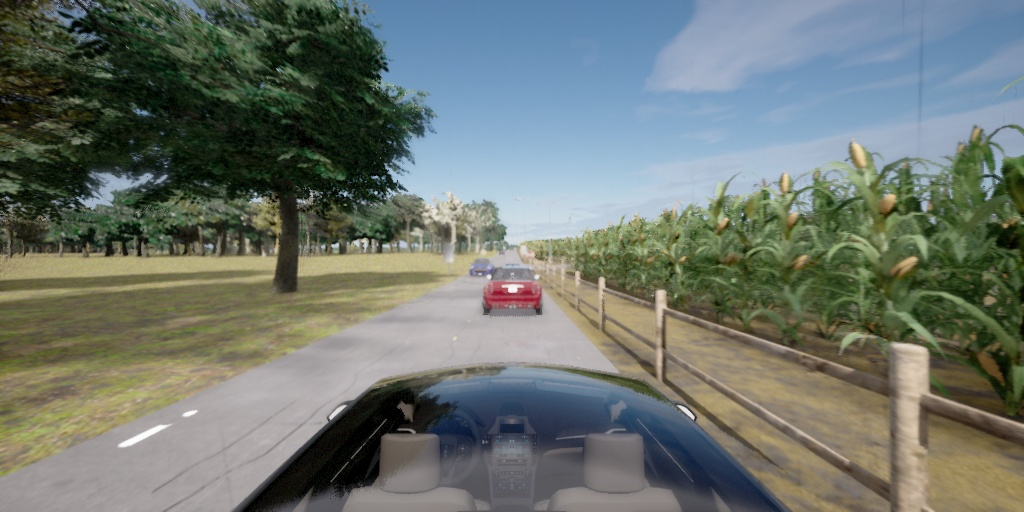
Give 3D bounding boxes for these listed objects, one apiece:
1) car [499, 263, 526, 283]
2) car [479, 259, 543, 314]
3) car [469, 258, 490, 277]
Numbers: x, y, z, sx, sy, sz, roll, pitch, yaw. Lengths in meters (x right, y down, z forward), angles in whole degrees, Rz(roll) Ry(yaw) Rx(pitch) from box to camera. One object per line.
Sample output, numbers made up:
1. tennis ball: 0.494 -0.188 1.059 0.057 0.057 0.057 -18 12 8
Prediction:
1. car: 0.043 1.272 28.824 1.994 1.385 4.181 0 0 0
2. car: 0.046 1.149 14.110 2.097 1.767 4.553 0 0 1
3. car: -2.790 0.992 33.982 2.097 1.767 4.553 0 1 1
